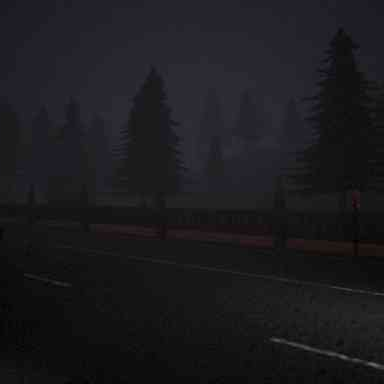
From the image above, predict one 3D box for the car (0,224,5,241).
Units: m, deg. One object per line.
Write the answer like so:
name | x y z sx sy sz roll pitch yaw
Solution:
car | -10.941 1.713 16.121 4.181 1.385 1.994 -1 0 36
